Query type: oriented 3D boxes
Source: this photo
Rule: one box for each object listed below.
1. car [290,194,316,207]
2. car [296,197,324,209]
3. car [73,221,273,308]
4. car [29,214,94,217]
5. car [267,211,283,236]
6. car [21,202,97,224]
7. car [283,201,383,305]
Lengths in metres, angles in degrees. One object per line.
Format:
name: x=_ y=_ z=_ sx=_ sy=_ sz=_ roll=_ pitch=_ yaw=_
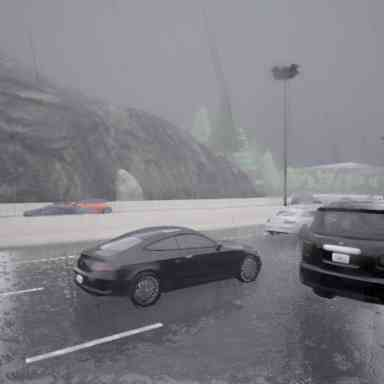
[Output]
car: x=18.432 y=1.288 z=54.858 sx=2.150 sy=2.045 sz=5.566 roll=0 pitch=0 yaw=40
car: x=17.122 y=1.551 z=48.010 sx=2.128 sy=1.511 sz=4.902 roll=0 pitch=0 yaw=42
car: x=-0.377 y=1.539 z=7.945 sx=4.674 sy=1.442 sz=1.812 roll=0 pitch=0 yaw=-37
car: x=-8.255 y=1.605 z=19.789 sx=4.181 sy=1.385 sz=1.994 roll=0 pitch=0 yaw=-37
car: x=5.736 y=1.547 z=17.249 sx=4.674 sy=1.442 sz=1.812 roll=0 pitch=0 yaw=-40
car: x=-10.589 y=1.602 z=26.770 sx=5.357 sy=1.411 sz=2.033 roll=0 pitch=0 yaw=-38
car: x=4.683 y=1.229 z=7.391 sx=5.566 sy=2.045 sz=2.150 roll=0 pitch=0 yaw=-38
